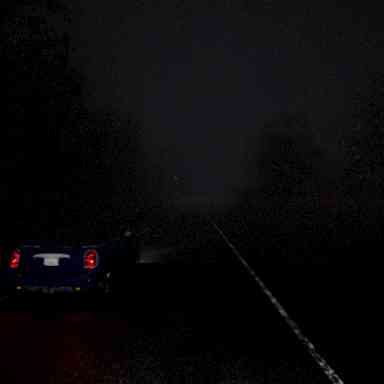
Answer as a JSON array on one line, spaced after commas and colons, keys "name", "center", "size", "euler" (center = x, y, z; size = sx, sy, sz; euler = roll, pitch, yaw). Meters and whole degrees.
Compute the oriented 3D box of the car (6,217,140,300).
[{"name": "car", "center": [-2.747, 1.440, 8.809], "size": [2.097, 1.767, 4.553], "euler": [0, -1, 2]}]
